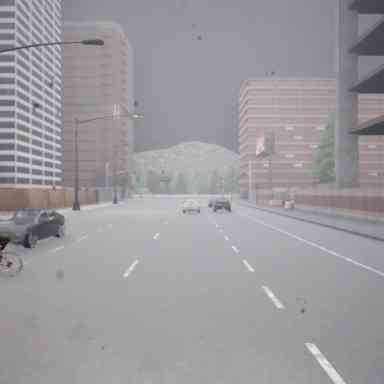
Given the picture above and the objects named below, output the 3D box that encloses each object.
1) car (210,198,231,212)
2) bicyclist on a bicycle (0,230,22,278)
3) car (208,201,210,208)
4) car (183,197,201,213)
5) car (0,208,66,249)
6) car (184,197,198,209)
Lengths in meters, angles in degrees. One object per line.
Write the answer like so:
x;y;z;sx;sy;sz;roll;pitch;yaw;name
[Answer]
3.416;1.505;38.445;1.837;1.490;4.892;0;0;0;car
-5.267;1.455;8.673;1.656;1.620;0.582;-2;0;0;bicyclist on a bicycle
3.337;1.601;47.967;1.895;1.301;4.718;0;0;0;car
-0.056;1.526;37.135;1.812;1.442;4.674;0;0;0;car
-7.139;1.490;14.545;2.128;1.511;4.902;0;0;0;car
-0.106;1.478;47.394;1.882;1.535;5.008;0;0;0;car
